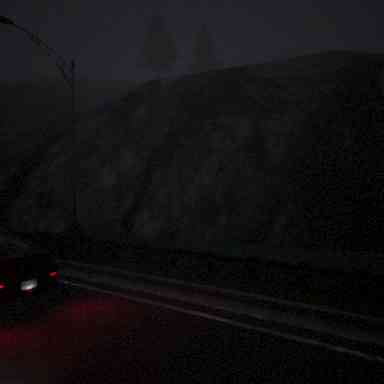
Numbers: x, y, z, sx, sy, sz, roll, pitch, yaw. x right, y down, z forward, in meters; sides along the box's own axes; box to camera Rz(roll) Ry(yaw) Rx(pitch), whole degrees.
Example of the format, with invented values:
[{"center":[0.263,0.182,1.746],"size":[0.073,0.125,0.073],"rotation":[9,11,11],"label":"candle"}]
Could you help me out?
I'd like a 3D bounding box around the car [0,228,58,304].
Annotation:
[{"center":[-4.857,1.485,7.158],"size":[4.674,1.442,1.812],"rotation":[0,0,32],"label":"car"}]
